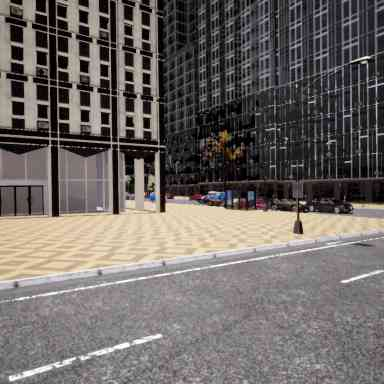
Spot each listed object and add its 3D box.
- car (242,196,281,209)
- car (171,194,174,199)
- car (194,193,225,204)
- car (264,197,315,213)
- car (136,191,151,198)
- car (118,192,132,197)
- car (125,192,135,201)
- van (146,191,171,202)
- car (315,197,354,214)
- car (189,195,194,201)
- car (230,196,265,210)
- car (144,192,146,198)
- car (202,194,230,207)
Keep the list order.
[{"bbox_3d":[8.650,1.260,41.801,1.837,1.490,4.892,-1,1,-34],"label":"car"},{"bbox_3d":[-5.447,0.936,72.449,1.802,1.307,4.206,0,1,-35],"label":"car"},{"bbox_3d":[2.813,1.262,50.280,1.895,1.301,4.718,-1,1,-35],"label":"car"},{"bbox_3d":[10.136,1.424,34.868,1.947,1.339,4.313,0,1,-35],"label":"car"},{"bbox_3d":[-11.901,0.686,81.804,1.967,1.590,4.097,0,1,-35],"label":"car"},{"bbox_3d":[-18.354,0.689,91.162,2.008,1.369,4.403,0,1,-35],"label":"car"},{"bbox_3d":[-12.346,1.040,67.692,2.008,1.369,4.403,0,1,-35],"label":"car"},{"bbox_3d":[-5.891,0.937,58.332,1.690,1.788,3.998,0,1,-35],"label":"van"},{"bbox_3d":[13.997,1.345,34.046,1.837,1.490,4.892,-1,1,-35],"label":"car"},{"bbox_3d":[1.007,1.044,63.091,1.802,1.307,4.206,0,1,-35],"label":"car"},{"bbox_3d":[6.923,1.388,39.559,1.802,1.307,4.206,0,1,-35],"label":"car"},{"bbox_3d":[-8.674,0.615,77.124,2.192,1.841,5.009,0,1,-35],"label":"car"},{"bbox_3d":[3.744,1.320,44.270,1.947,1.339,4.313,0,1,-35],"label":"car"}]
